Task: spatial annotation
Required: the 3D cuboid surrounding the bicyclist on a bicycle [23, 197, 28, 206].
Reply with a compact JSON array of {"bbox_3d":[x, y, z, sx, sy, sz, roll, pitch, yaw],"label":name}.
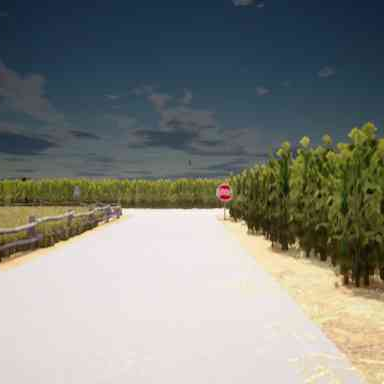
[{"bbox_3d":[-21.557,1.435,43.270,0.582,1.620,1.656,0,0,0],"label":"bicyclist on a bicycle"}]
